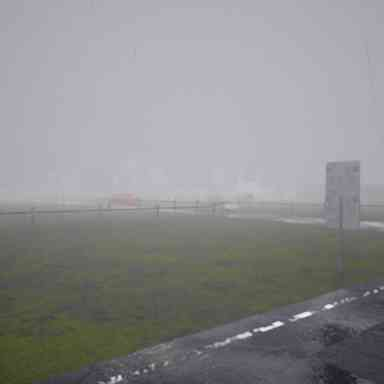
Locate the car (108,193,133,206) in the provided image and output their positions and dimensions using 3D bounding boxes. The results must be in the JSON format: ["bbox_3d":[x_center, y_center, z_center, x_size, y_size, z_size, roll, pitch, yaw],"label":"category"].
[{"bbox_3d":[-11.976,1.205,55.738,2.150,2.045,5.566,1,-1,-40],"label":"car"}]

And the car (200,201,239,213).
[{"bbox_3d":[2.944,1.619,37.351,1.895,1.301,4.718,1,-1,-38],"label":"car"}]
